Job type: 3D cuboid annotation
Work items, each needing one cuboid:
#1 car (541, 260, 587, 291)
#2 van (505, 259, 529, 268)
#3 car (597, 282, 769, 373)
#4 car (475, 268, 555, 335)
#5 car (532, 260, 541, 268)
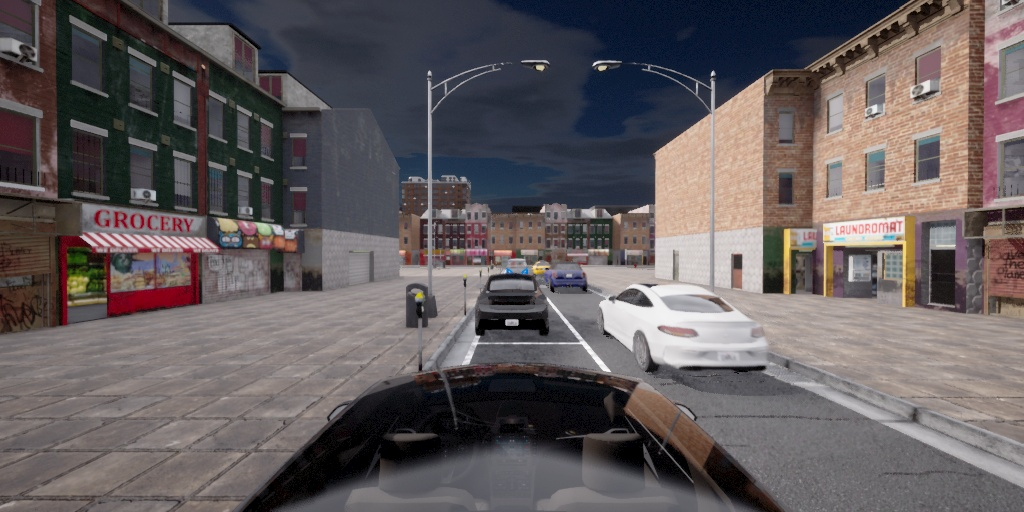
[{"bbox_3d":[3.120,1.102,21.680,2.097,1.767,4.553,0,0,0],"label":"car"},{"bbox_3d":[0.382,1.095,27.349,1.690,1.789,3.998,0,0,0],"label":"van"},{"bbox_3d":[3.124,1.275,7.468,1.812,1.442,4.674,0,0,0],"label":"car"},{"bbox_3d":[0.000,1.253,10.501,1.837,1.490,4.892,0,0,0],"label":"car"},{"bbox_3d":[3.023,1.216,36.473,1.801,1.575,5.366,0,0,0],"label":"car"}]
